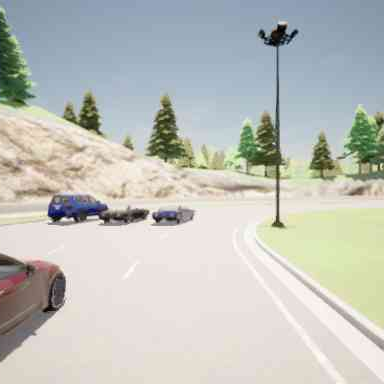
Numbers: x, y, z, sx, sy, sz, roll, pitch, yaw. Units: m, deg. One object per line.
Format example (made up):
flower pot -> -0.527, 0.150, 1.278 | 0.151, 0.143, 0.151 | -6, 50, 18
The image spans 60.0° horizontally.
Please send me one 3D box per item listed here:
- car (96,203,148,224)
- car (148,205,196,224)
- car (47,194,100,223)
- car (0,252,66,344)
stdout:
car -> -4.819, 1.579, 24.576 | 1.895, 1.301, 4.718 | 0, 0, 16
car -> -1.196, 1.579, 24.535 | 1.895, 1.301, 4.718 | 0, 0, 17
car -> -8.474, 1.199, 25.306 | 2.150, 2.045, 5.566 | 0, 0, 16
car -> -3.414, 1.521, 4.688 | 1.812, 1.442, 4.674 | 0, 0, 0
